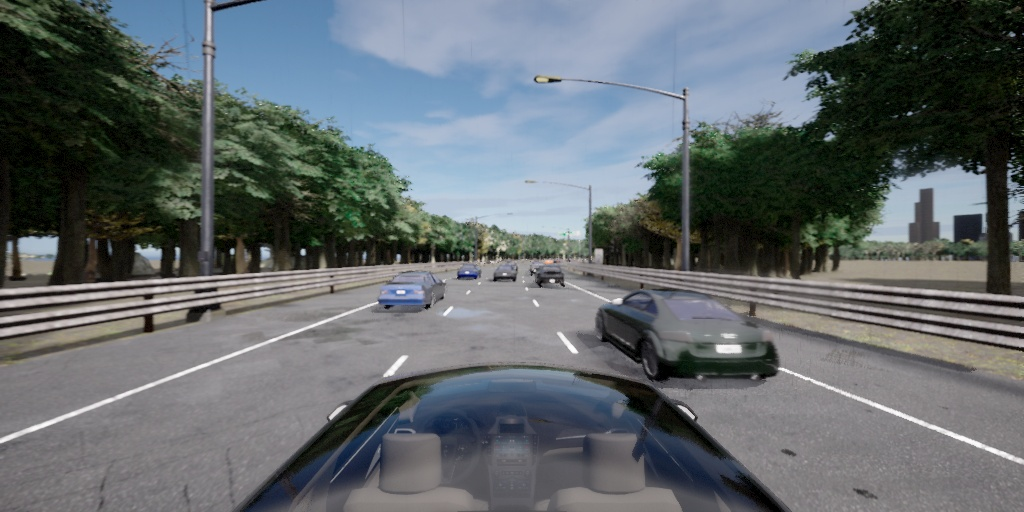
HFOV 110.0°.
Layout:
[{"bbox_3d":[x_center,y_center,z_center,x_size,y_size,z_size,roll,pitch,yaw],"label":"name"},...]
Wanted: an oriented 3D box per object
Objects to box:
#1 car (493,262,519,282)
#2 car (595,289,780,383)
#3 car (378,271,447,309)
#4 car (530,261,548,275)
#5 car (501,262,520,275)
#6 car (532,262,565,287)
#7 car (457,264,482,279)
[{"bbox_3d":[-0.588,1.492,31.690,1.994,1.385,4.181,0,0,1],"label":"car"},{"bbox_3d":[3.127,1.362,7.315,1.994,1.385,4.181,0,0,-2],"label":"car"},{"bbox_3d":[-4.055,1.365,15.379,2.033,1.411,5.357,0,0,-1],"label":"car"},{"bbox_3d":[3.098,1.606,42.677,1.895,1.301,4.718,0,0,3],"label":"car"},{"bbox_3d":[-0.162,1.496,44.970,2.128,1.511,4.902,0,0,3],"label":"car"},{"bbox_3d":[2.728,1.419,26.517,1.837,1.490,4.892,0,0,0],"label":"car"},{"bbox_3d":[-4.041,1.493,34.656,1.994,1.385,4.181,0,0,1],"label":"car"}]
